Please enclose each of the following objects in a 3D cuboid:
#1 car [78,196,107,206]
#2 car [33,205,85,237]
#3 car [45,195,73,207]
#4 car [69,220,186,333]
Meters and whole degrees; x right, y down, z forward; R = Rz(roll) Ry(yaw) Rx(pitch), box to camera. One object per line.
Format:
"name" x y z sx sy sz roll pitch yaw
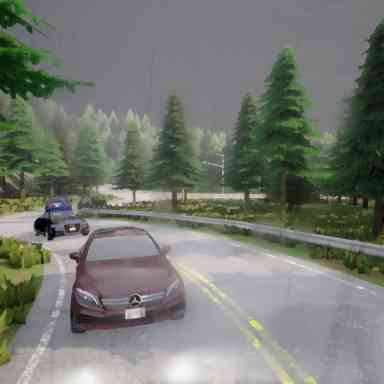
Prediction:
"car" -12.723 1.289 42.821 2.097 1.767 4.553 2 2 13
"car" -7.070 1.663 17.825 1.994 1.385 4.181 -4 2 -38
"car" -12.865 1.326 32.231 2.150 2.045 5.566 -1 0 -18
"car" -1.522 1.523 7.086 1.812 1.442 4.674 -2 0 -17
